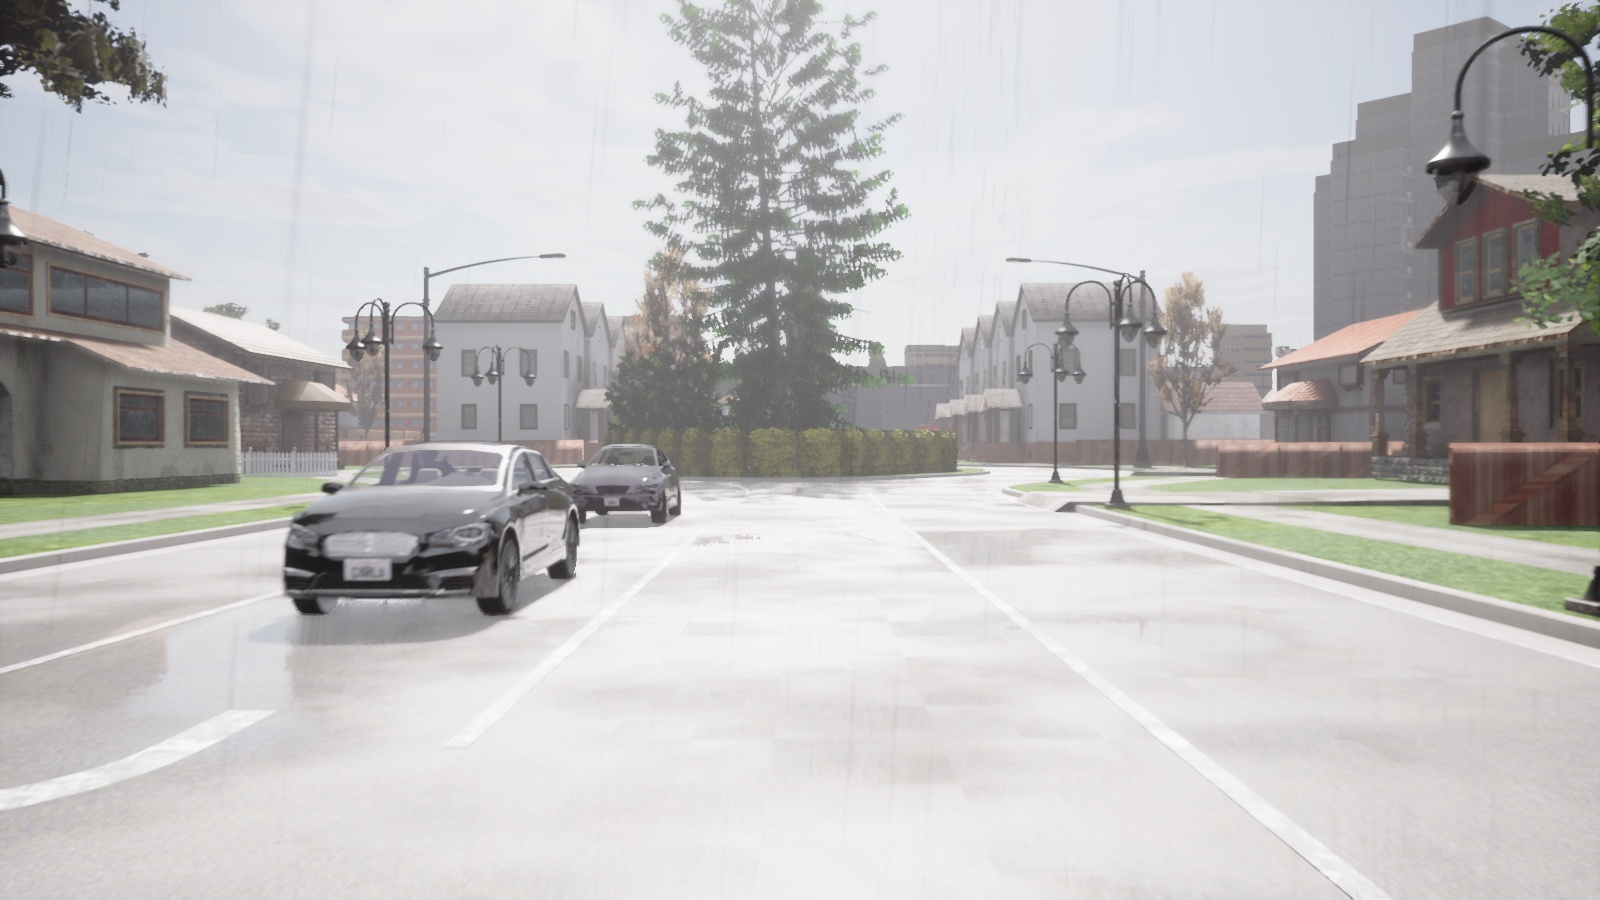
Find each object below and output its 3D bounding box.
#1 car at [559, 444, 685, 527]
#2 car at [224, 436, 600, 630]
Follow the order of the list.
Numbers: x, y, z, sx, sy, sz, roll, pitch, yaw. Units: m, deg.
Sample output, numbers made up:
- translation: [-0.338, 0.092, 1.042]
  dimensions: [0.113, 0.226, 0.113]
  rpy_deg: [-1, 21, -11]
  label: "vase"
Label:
- translation: [-3.351, 0.620, 24.349]
  dimensions: [1.816, 1.474, 4.193]
  rpy_deg: [0, 0, 0]
  label: "car"
- translation: [-3.418, 0.631, 12.250]
  dimensions: [2.128, 1.511, 4.902]
  rpy_deg: [0, 0, 0]
  label: "car"
